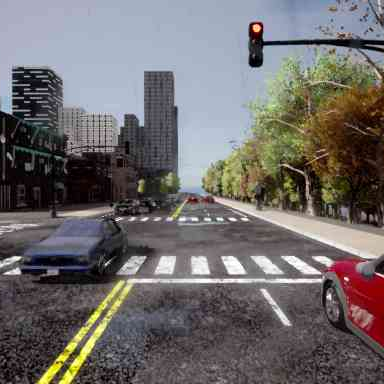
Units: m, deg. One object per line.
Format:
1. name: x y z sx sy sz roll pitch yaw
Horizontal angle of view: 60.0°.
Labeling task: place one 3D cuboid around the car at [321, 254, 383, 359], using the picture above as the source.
1. car: 3.349 1.351 4.119 2.097 1.767 4.553 0 0 0

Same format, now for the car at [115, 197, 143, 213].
1. car: -6.597 1.494 34.151 1.837 1.490 4.892 0 0 0

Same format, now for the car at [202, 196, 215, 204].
1. car: 3.362 1.453 65.291 1.882 1.535 5.008 0 0 0

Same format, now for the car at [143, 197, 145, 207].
1. car: -6.585 1.461 48.331 1.882 1.535 5.008 0 0 0

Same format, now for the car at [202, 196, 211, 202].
1. car: 3.266 1.523 75.435 1.994 1.385 4.181 0 0 0

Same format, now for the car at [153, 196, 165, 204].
1. car: -6.528 1.539 65.878 1.994 1.385 4.181 0 0 -1

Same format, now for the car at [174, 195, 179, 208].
1. car: -3.339 1.490 48.110 1.837 1.490 4.892 0 0 0

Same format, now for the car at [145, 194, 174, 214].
1. car: -3.357 1.211 35.747 2.150 2.045 5.566 0 0 -1

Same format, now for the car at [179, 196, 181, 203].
1. car: -3.242 1.467 69.147 2.128 1.511 4.902 0 0 0

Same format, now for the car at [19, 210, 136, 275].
1. car: -3.350 1.545 10.672 2.033 1.411 5.357 0 0 0

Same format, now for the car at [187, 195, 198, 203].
1. car: 0.111 1.327 65.959 2.097 1.767 4.553 0 0 0
